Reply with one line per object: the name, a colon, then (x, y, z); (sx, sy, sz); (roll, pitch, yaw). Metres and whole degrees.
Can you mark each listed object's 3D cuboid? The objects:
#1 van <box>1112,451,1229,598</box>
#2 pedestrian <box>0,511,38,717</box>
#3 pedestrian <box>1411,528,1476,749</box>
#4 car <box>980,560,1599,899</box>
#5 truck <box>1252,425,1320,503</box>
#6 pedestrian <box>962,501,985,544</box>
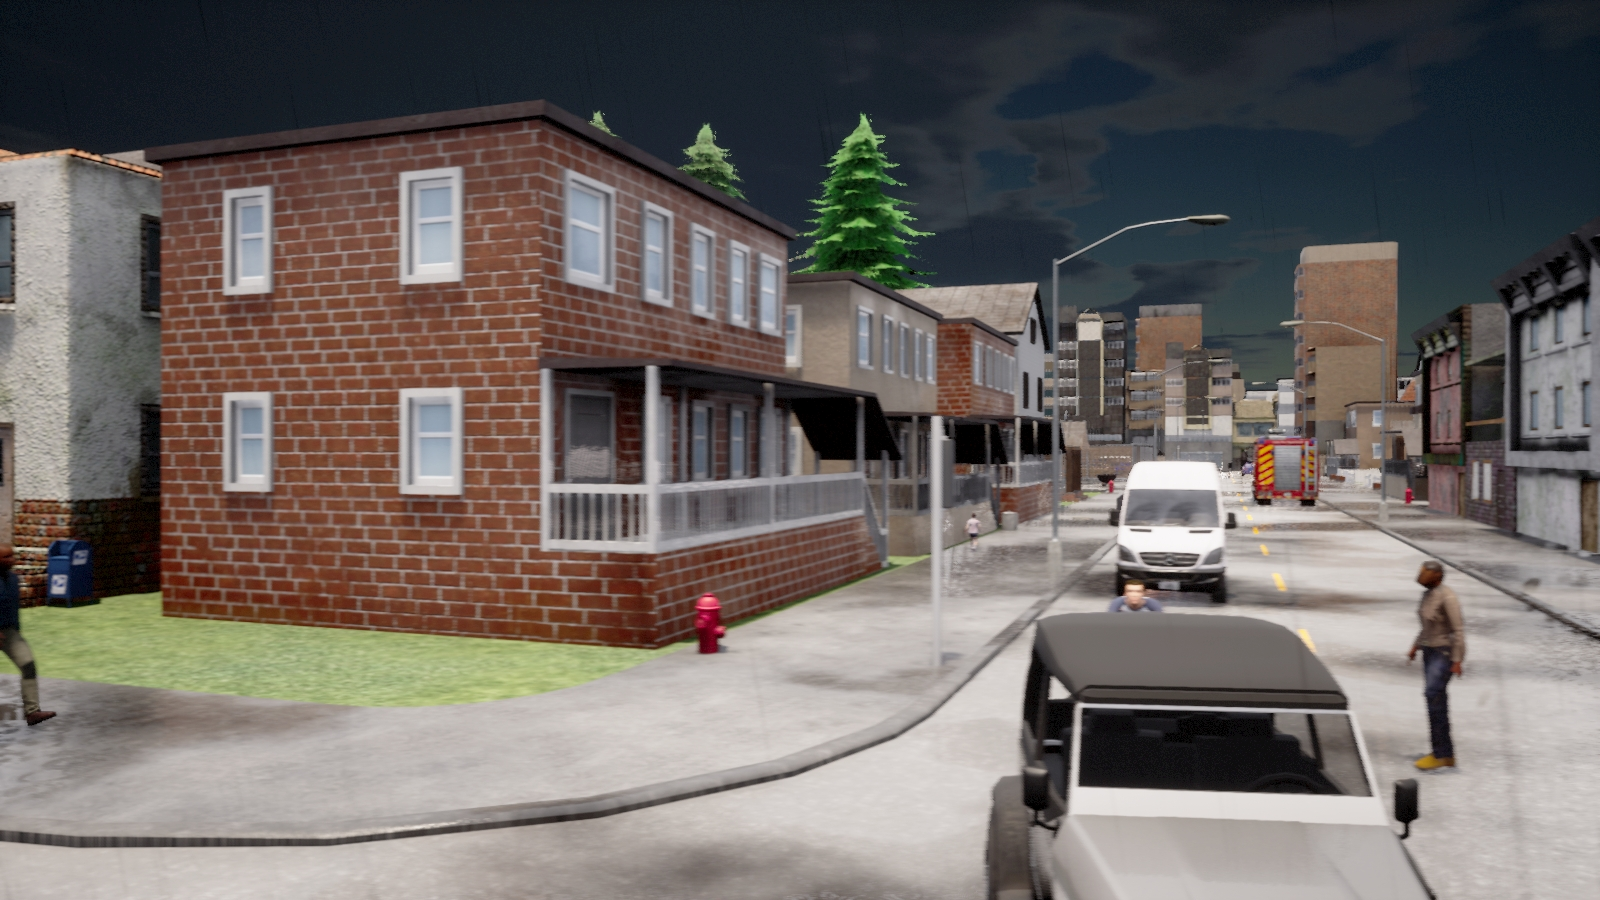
van: (7.592, 1.313, 23.120); (1.988, 2.561, 5.915); (0, 0, 20)
pedestrian: (-7.436, 1.515, 10.674); (0.375, 1.860, 0.375); (0, 0, 17)
pedestrian: (5.608, 1.628, 9.972); (0.375, 1.860, 0.375); (0, 0, 6)
car: (1.856, 1.637, 5.254); (1.905, 1.878, 3.866); (0, 0, 7)
truck: (25.436, 0.669, 60.123); (2.891, 3.827, 8.468); (0, 0, 20)
pedestrian: (4.571, 1.903, 30.110); (0.500, 1.100, 0.500); (0, 0, 19)
